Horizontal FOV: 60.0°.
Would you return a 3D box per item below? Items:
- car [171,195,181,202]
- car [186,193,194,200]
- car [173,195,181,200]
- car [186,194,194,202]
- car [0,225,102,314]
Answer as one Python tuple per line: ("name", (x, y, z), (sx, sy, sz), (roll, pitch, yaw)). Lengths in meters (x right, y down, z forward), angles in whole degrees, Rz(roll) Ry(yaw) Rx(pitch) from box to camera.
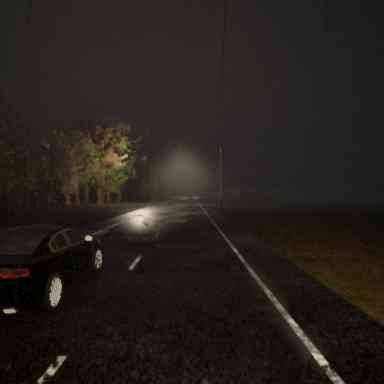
("car", (-3.999, 1.590, 79.030), (2.128, 1.511, 4.902), (0, 0, 0))
("car", (-0.568, 1.285, 89.445), (2.097, 1.767, 4.553), (0, 0, 0))
("car", (-4.065, 1.488, 89.454), (2.033, 1.411, 5.357), (0, 0, 0))
("car", (-0.502, 1.572, 79.435), (2.128, 1.511, 4.902), (0, 0, 0))
("car", (-3.552, 1.506, 7.771), (1.882, 1.535, 5.008), (0, 0, 0))
